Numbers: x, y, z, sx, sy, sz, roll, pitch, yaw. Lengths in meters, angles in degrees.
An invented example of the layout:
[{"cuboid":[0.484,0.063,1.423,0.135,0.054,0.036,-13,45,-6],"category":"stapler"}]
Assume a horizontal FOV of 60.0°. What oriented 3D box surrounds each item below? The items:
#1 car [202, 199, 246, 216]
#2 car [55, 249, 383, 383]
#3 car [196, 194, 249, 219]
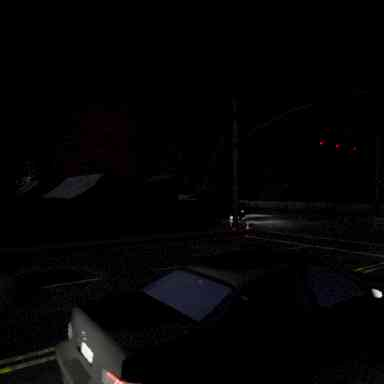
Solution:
[{"cuboid":[3.241,1.532,34.262,1.812,1.442,4.674,0,0,-37],"category":"car"},{"cuboid":[1.067,1.549,4.569,5.357,1.411,2.033,0,0,-35],"category":"car"},{"cuboid":[2.479,1.227,29.426,2.150,2.045,5.566,0,0,-37],"category":"car"}]
